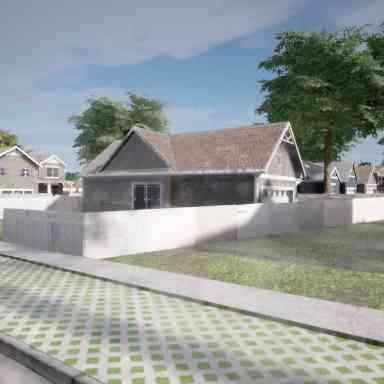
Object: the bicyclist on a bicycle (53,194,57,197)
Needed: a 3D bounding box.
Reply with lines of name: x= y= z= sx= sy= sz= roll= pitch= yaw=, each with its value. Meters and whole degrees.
bicyclist on a bicycle: x=-13.011 y=1.030 z=31.524 sx=1.656 sy=1.620 sz=0.582 roll=0 pitch=1 yaw=34
